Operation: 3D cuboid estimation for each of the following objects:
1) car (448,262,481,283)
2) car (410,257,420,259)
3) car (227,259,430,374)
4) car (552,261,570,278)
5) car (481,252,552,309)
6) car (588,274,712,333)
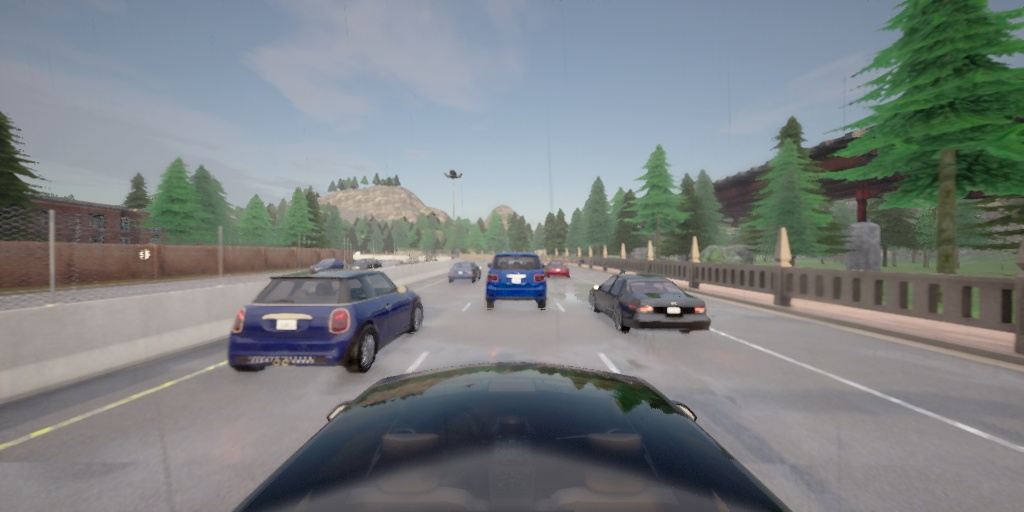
[{"bbox_3d":[-3.284,1.101,25.536,2.033,1.411,5.357,0,0,1],"label":"car"},{"bbox_3d":[-10.428,1.060,35.196,1.895,1.301,4.718,0,0,0],"label":"car"},{"bbox_3d":[-3.406,1.046,7.589,2.097,1.767,4.553,0,0,1],"label":"car"},{"bbox_3d":[3.758,1.090,31.068,1.994,1.385,4.181,0,0,0],"label":"car"},{"bbox_3d":[0.160,0.871,14.400,2.150,2.045,5.566,0,0,0],"label":"car"},{"bbox_3d":[3.626,1.237,10.499,2.033,1.411,5.357,0,0,1],"label":"car"}]
